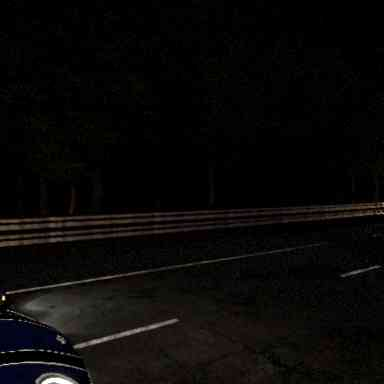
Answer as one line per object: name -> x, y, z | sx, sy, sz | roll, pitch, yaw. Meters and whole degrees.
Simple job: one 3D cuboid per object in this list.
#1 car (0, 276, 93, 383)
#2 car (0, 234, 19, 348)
car -> -2.816, 1.353, 1.739 | 4.553, 1.767, 2.097 | 0, 0, -35
car -> -5.348, 1.549, 4.231 | 5.357, 1.411, 2.033 | 0, 0, -36
